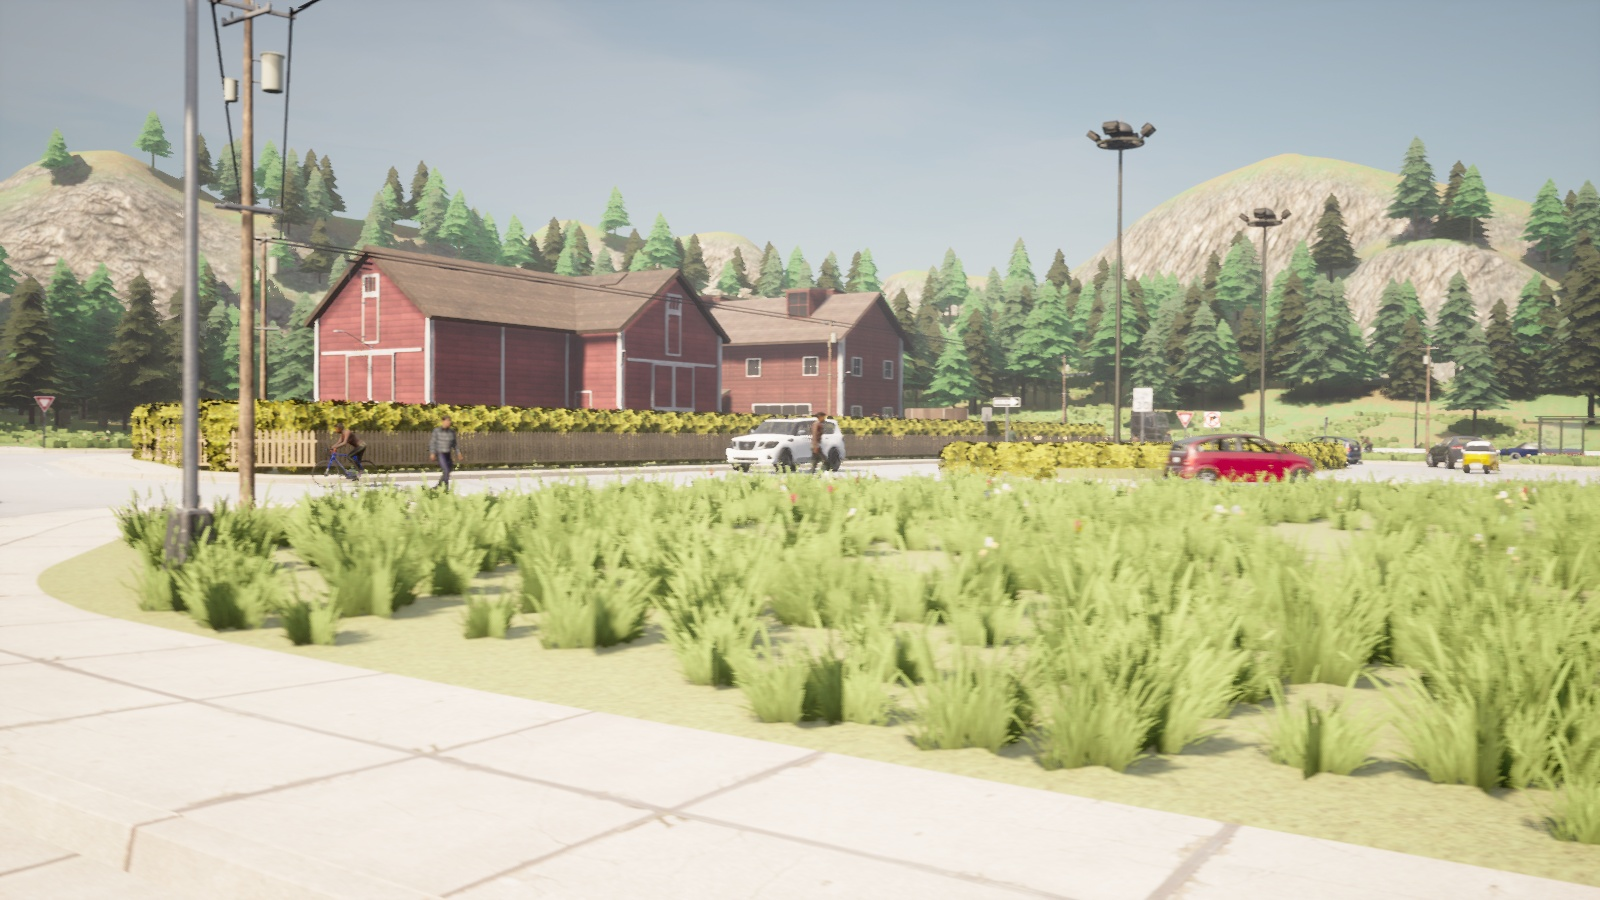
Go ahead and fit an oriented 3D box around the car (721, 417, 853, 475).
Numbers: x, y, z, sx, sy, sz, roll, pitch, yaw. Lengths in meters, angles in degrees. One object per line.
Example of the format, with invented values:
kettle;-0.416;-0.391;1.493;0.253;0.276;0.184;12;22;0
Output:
car;-0.401;-0.186;46.834;2.150;2.045;5.566;0;1;34

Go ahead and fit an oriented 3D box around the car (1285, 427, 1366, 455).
car;29.159;-0.507;69.759;1.789;1.549;3.705;-1;1;-42

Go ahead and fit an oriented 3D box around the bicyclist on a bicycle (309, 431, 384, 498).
bicyclist on a bicycle;-11.416;0.354;31.647;1.656;1.620;0.582;-1;1;-35

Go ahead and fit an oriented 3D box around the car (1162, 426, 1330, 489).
car;11.555;0.159;32.652;3.705;1.549;1.789;-1;1;-5

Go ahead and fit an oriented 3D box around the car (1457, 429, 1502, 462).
car;28.947;-0.206;53.456;1.481;1.376;2.207;0;1;33

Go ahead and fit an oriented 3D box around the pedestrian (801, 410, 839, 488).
pedestrian;0.466;-0.021;29.525;0.869;1.805;0.328;0;1;2

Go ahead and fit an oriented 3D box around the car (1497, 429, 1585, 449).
car;47.617;-0.702;80.739;4.718;1.301;1.895;0;1;34

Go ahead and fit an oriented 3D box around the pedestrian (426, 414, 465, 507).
pedestrian;-7.560;0.220;26.758;0.788;1.949;0.423;0;1;42

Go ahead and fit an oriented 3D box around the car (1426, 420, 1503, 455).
car;32.502;-0.626;61.597;2.152;1.651;5.027;0;1;13
